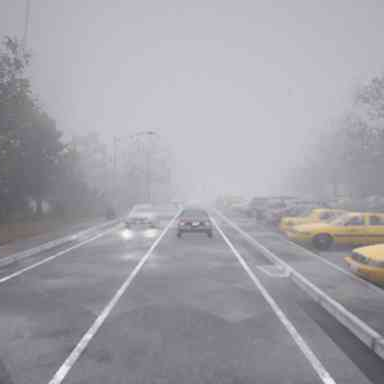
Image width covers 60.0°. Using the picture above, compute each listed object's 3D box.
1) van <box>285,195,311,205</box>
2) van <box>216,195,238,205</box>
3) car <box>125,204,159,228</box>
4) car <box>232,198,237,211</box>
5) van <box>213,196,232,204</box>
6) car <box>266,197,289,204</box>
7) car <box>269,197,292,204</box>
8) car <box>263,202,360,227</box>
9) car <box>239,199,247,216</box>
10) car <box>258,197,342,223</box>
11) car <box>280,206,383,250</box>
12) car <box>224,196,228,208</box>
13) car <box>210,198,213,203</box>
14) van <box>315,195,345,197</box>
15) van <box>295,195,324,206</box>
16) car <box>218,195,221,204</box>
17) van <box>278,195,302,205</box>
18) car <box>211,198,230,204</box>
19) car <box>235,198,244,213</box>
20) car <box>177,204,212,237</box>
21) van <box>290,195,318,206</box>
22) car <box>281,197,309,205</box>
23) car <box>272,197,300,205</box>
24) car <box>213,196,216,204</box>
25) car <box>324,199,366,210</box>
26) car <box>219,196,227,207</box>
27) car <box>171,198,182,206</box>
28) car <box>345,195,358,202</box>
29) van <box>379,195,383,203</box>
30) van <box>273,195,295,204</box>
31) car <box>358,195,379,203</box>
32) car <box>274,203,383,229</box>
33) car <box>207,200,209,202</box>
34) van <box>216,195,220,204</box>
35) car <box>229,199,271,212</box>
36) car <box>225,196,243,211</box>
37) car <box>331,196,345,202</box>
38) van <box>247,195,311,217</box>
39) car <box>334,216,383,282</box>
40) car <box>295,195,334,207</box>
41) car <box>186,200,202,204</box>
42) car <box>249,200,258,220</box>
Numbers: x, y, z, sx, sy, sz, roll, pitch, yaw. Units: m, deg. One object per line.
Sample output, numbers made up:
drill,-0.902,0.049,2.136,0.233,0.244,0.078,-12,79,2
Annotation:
van,20.293,1.528,63.699,4.442,1.987,1.878,0,-1,0
van,7.256,1.639,69.351,4.442,1.987,1.878,0,-1,0
car,-3.303,1.585,22.671,1.812,1.442,4.674,0,0,0
car,7.089,1.638,36.053,4.792,1.488,2.163,0,0,0
van,7.595,1.939,83.227,4.442,1.987,1.878,0,-1,0
car,20.530,2.094,80.160,5.008,1.535,2.097,0,-1,0
car,20.508,2.035,77.391,4.892,1.521,2.231,0,-1,0
car,6.985,1.526,19.396,4.892,1.521,2.231,0,0,0
car,7.046,1.607,30.501,4.792,1.488,2.163,0,0,0
car,7.043,1.409,22.176,4.553,1.767,2.185,0,0,0
car,6.764,1.522,13.977,5.366,1.575,1.946,0,0,0
car,7.175,1.655,44.381,4.892,1.521,2.231,0,0,0
car,7.463,2.104,80.447,5.008,1.535,2.097,0,-1,0
van,20.399,1.437,47.069,4.442,1.987,1.878,0,0,0
van,20.484,1.498,58.149,4.442,1.987,1.878,0,0,0
car,7.261,1.715,55.486,5.008,1.535,2.097,0,0,0
van,20.334,1.629,69.089,4.442,1.987,1.878,0,-1,0
car,7.551,2.314,88.772,4.792,1.488,2.163,0,-1,0
car,7.068,1.622,33.277,4.792,1.488,2.163,0,0,0
car,0.126,1.592,18.450,2.033,1.411,5.357,0,0,0
van,20.504,1.512,60.794,4.442,1.987,1.878,0,0,0
car,20.435,1.795,66.314,5.008,1.535,2.097,0,-1,0
car,20.287,1.912,71.852,5.366,1.575,1.946,0,-1,0
car,7.358,1.509,63.815,5.566,2.045,2.435,0,0,0
car,20.264,1.688,44.298,4.674,1.452,2.002,0,0,0
car,7.017,1.666,47.159,5.366,1.575,1.946,0,0,0
car,-3.000,1.872,64.420,1.812,1.442,4.674,0,-1,1
car,20.169,1.350,35.864,5.566,2.045,2.435,0,0,0
van,20.037,1.345,30.325,4.442,1.987,1.878,0,0,0
van,20.610,1.749,74.626,4.442,1.987,1.878,0,-1,0
car,20.147,1.335,33.093,5.566,2.045,2.435,0,0,0
car,7.155,1.519,16.627,5.366,1.575,1.946,0,0,0
car,7.514,2.093,91.555,5.566,2.045,2.435,0,-1,0
van,7.192,1.520,61.040,4.442,1.987,1.878,0,0,0
car,7.167,1.640,41.605,4.892,1.521,2.231,0,0,0
car,6.954,1.620,38.831,5.366,1.575,1.946,0,0,0
car,20.234,1.631,41.403,5.008,1.535,2.097,0,0,0
van,7.171,1.336,27.725,4.442,1.987,1.878,0,0,0
car,6.721,1.538,8.304,5.366,1.575,1.946,0,0,0
car,20.317,1.457,55.380,5.566,2.045,2.435,0,0,0
car,0.234,1.661,41.099,1.812,1.442,4.674,0,0,0
car,7.063,1.577,24.948,4.792,1.488,2.163,0,0,0
